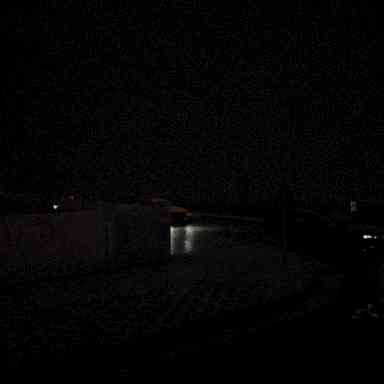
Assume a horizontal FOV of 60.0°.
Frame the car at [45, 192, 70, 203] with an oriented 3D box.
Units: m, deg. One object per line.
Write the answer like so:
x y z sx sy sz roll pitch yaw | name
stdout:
-19.061 0.859 46.051 2.128 1.511 4.902 1 0 -36 | car

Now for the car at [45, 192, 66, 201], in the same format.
-23.431 0.779 56.992 2.033 1.411 5.357 1 0 -36 | car

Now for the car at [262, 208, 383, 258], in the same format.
4.907 1.398 12.622 2.128 1.511 4.902 1 0 -36 | car

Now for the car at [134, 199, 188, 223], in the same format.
-2.219 1.226 22.517 1.882 1.535 5.008 1 0 -36 | car

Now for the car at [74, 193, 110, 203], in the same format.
-9.700 1.058 32.919 1.882 1.535 5.008 1 0 -36 | car

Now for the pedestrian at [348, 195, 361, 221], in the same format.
8.572 1.065 17.571 0.375 1.860 0.375 1 -1 -36 | pedestrian

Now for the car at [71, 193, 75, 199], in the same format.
-17.700 0.890 49.038 1.812 1.442 4.674 1 0 -36 | car
